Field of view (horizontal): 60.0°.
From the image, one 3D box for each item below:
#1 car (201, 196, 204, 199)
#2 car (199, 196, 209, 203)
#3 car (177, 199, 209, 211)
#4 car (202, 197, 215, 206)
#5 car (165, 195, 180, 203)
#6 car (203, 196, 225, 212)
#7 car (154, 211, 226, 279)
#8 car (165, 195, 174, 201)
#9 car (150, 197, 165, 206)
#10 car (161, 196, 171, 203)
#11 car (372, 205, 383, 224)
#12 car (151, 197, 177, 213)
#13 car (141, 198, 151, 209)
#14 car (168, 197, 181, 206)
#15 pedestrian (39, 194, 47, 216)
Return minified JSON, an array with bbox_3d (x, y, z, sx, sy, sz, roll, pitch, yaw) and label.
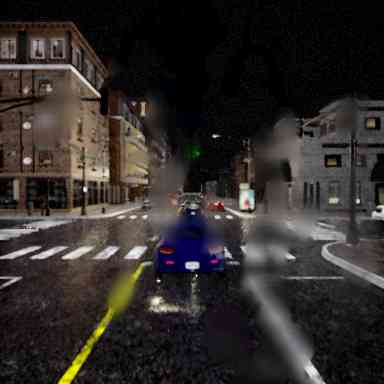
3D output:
[{"bbox_3d":[2.685,1.590,50.098,1.802,1.307,4.206,0,0,0],"label":"car"},{"bbox_3d":[2.685,1.582,72.885,2.008,1.369,4.403,-1,0,0],"label":"car"},{"bbox_3d":[0.102,1.530,26.630,1.994,1.385,4.181,0,0,0],"label":"car"},{"bbox_3d":[2.685,1.564,55.795,2.008,1.369,4.403,0,0,0],"label":"car"},{"bbox_3d":[-3.077,1.358,47.130,2.097,1.767,4.553,0,0,0],"label":"car"},{"bbox_3d":[2.684,1.440,38.704,1.967,1.590,4.097,0,0,0],"label":"car"},{"bbox_3d":[-0.139,1.523,9.939,1.812,1.442,4.674,0,0,-4],"label":"car"},{"bbox_3d":[-5.698,1.487,84.265,1.967,1.590,4.097,-1,0,0],"label":"car"},{"bbox_3d":[-5.695,1.564,55.783,2.008,1.369,4.403,0,0,0],"label":"car"},{"bbox_3d":[-5.696,1.557,72.703,1.752,1.417,4.829,0,0,0],"label":"car"},{"bbox_3d":[15.484,1.243,22.793,5.566,2.045,2.150,0,0,0],"label":"car"},{"bbox_3d":[-3.097,1.564,37.330,1.994,1.385,4.181,0,0,0],"label":"car"},{"bbox_3d":[-5.696,1.555,44.389,2.008,1.369,4.403,0,0,0],"label":"car"},{"bbox_3d":[-3.000,1.578,57.129,1.994,1.385,4.181,0,0,0],"label":"car"},{"bbox_3d":[-12.630,1.064,28.118,0.375,1.860,0.375,0,0,0],"label":"pedestrian"}]
